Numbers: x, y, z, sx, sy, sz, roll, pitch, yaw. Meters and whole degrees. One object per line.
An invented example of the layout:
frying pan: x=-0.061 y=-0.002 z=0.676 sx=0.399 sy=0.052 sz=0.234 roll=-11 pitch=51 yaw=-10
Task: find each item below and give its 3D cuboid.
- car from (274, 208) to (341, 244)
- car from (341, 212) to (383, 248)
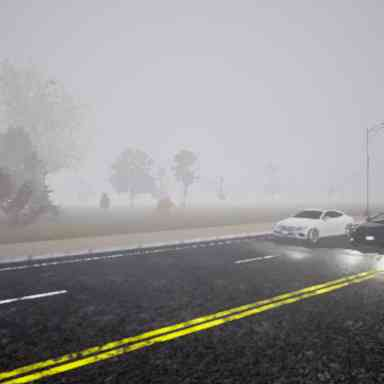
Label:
car: x=5.963 y=1.499 z=15.889 sx=4.674 sy=1.442 sz=1.812 roll=0 pitch=0 yaw=-35
car: x=8.248 y=1.537 z=13.523 sx=4.181 sy=1.385 sz=1.994 roll=0 pitch=0 yaw=-35
